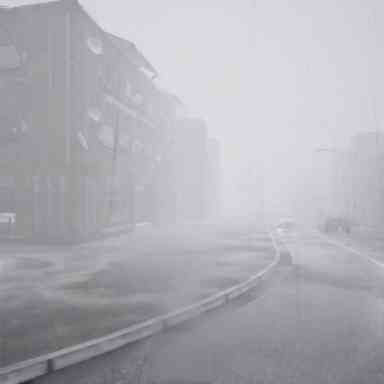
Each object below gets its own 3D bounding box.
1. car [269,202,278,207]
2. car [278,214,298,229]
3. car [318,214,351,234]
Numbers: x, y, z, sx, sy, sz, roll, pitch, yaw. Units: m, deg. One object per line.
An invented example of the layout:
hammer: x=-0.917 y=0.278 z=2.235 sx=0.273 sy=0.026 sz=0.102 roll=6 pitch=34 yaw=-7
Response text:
car: x=18.199 y=2.906 z=74.427 sx=1.812 sy=1.442 sz=4.674 roll=-1 pitch=1 yaw=12
car: x=9.925 y=2.992 z=34.628 sx=1.812 sy=1.442 sz=4.674 roll=-1 pitch=-2 yaw=12
car: x=11.735 y=2.603 z=27.612 sx=1.837 sy=1.490 sz=4.892 roll=-1 pitch=-1 yaw=12
